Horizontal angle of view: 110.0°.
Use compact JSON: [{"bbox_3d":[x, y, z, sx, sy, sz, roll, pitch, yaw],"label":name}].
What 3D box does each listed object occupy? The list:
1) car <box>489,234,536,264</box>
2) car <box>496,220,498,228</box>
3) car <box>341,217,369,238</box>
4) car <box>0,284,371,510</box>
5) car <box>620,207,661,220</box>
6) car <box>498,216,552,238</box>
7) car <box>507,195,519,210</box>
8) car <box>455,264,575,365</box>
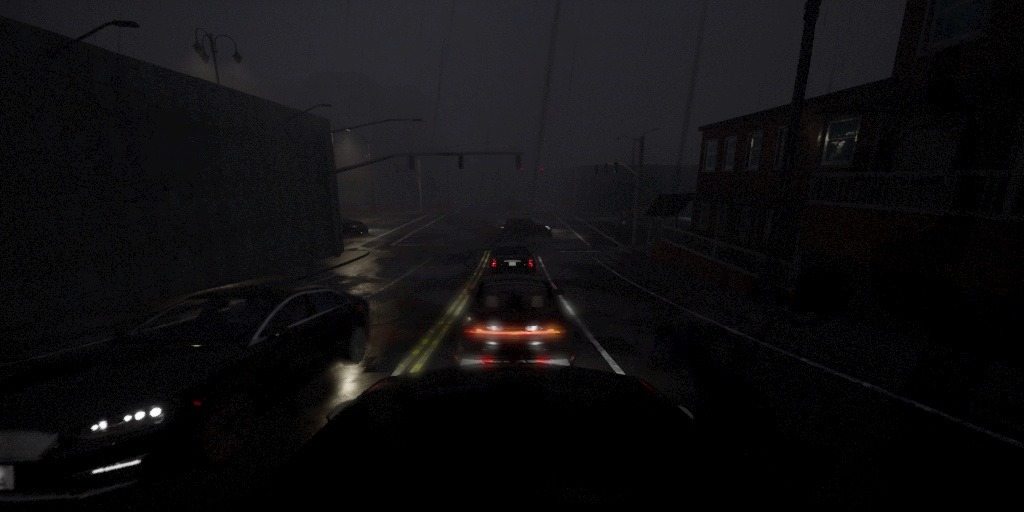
[{"bbox_3d":[0.026,0.085,17.435,2.097,1.767,4.553,0,7,0],"label":"car"},{"bbox_3d":[0.722,-3.227,35.668,4.674,1.442,1.812,0,12,0],"label":"car"},{"bbox_3d":[-15.518,-2.510,32.310,4.892,1.490,1.837,0,12,0],"label":"car"},{"bbox_3d":[-3.596,1.196,4.903,2.128,1.511,4.902,0,1,0],"label":"car"},{"bbox_3d":[16.472,-5.546,46.036,5.008,1.535,1.882,0,12,0],"label":"car"},{"bbox_3d":[1.283,-2.649,32.210,4.553,1.767,2.097,0,12,0],"label":"car"},{"bbox_3d":[0.163,-8.847,60.581,2.097,1.767,4.553,0,12,0],"label":"car"},{"bbox_3d":[0.056,1.122,7.182,1.837,1.490,4.892,0,2,0],"label":"car"}]
